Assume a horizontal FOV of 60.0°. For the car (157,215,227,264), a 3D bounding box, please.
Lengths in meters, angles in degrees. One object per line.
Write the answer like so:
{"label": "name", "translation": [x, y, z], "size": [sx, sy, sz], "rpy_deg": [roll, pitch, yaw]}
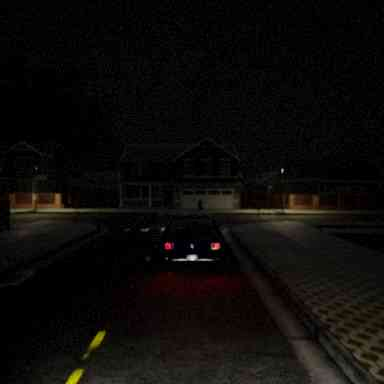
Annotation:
{"label": "car", "translation": [0.016, 1.421, 11.021], "size": [1.895, 1.301, 4.718], "rpy_deg": [0, 1, 0]}
